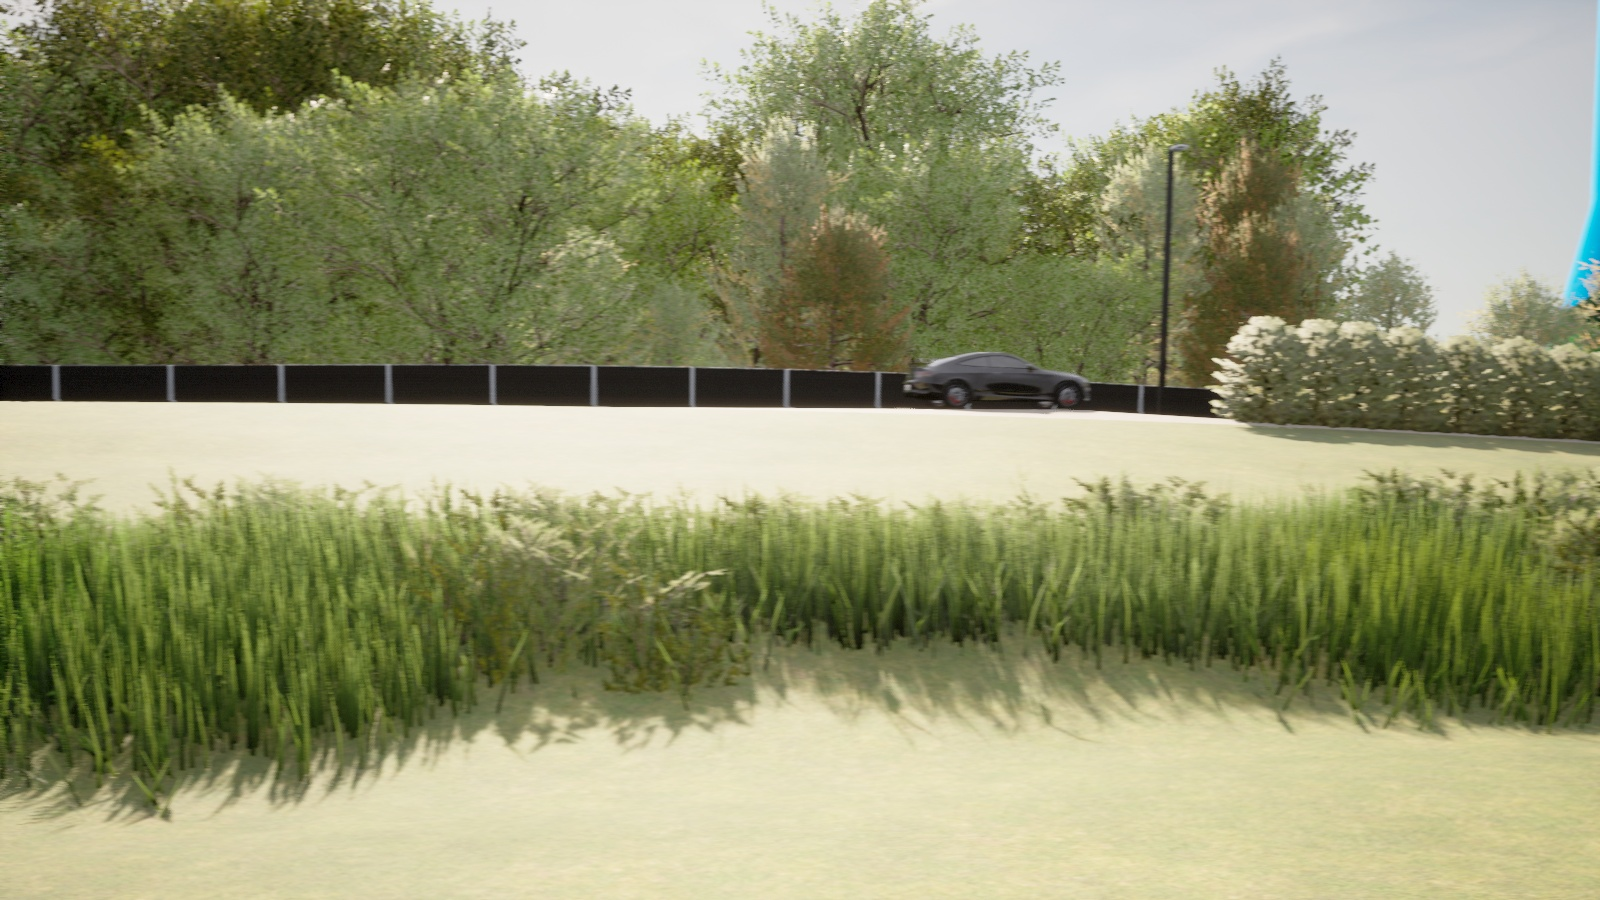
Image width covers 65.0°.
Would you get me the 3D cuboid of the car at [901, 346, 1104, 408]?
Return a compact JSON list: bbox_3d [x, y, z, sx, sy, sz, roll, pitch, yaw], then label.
[{"bbox_3d":[5.044,-1.824,31.571,4.674,1.442,1.812,-1,1,-9],"label":"car"}]
